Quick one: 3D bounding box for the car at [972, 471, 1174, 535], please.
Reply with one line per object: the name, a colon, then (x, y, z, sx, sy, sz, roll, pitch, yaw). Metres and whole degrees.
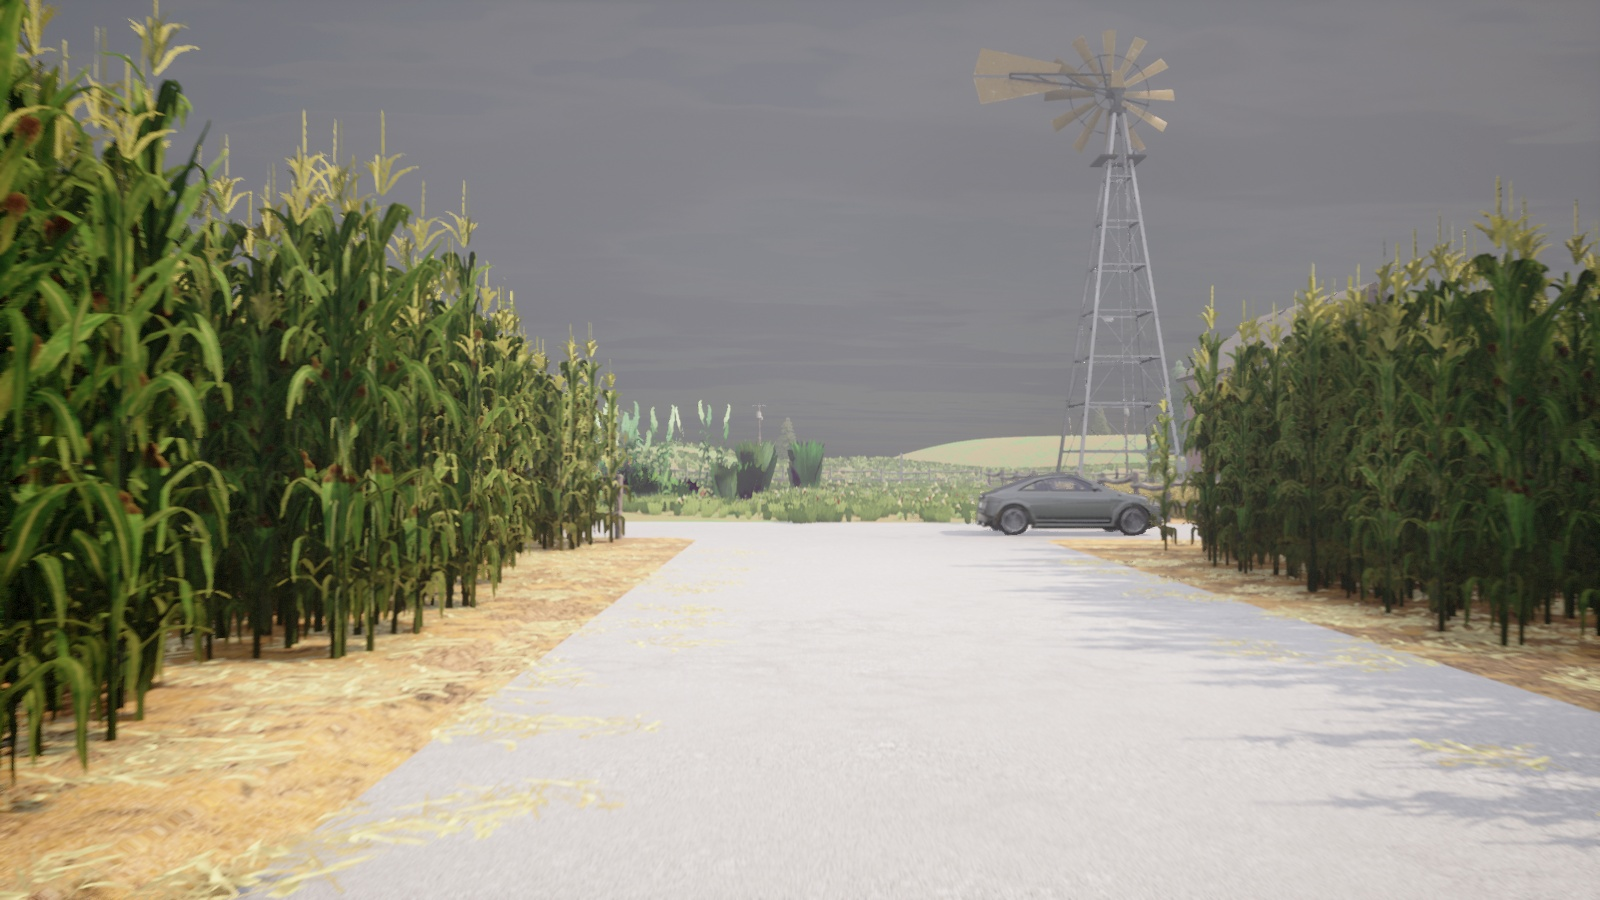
car: (6.198, 1.188, 28.859, 4.181, 1.385, 1.994, 0, -1, 0)
